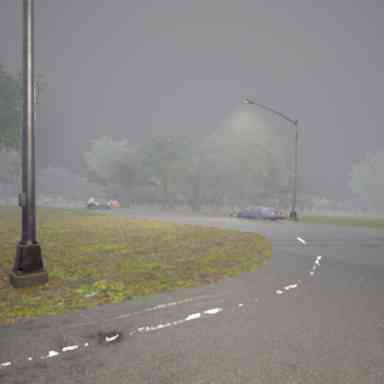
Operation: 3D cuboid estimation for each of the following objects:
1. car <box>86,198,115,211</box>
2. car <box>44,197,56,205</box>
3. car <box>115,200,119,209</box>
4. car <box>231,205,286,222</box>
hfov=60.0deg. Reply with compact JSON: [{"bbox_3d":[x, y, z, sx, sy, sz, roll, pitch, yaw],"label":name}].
[{"bbox_3d":[-12.359,1.523,43.855,2.097,1.767,4.553,4,-3,-35],"label":"car"},{"bbox_3d":[-34.900,2.240,81.776,2.097,1.767,4.553,4,-3,-30],"label":"car"},{"bbox_3d":[-14.664,2.064,59.360,2.097,1.767,4.553,4,-3,-35],"label":"car"},{"bbox_3d":[5.859,1.910,29.976,2.033,1.411,5.357,4,-3,-35],"label":"car"}]
